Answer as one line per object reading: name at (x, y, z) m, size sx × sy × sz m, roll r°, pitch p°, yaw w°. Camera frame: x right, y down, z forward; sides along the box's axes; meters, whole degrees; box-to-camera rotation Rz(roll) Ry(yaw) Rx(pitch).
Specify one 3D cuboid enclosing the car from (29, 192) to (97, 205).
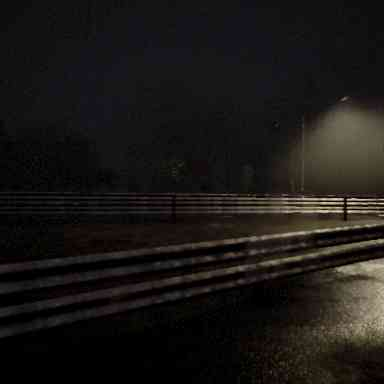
car at (-9.380, 0.730, 24.412) m, size 4.674 × 1.442 × 1.812 m, roll 1°, pitch 0°, yaw -13°

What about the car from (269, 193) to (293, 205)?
car at (9.878, 0.980, 28.876) m, size 5.357 × 1.411 × 2.033 m, roll 1°, pitch 0°, yaw -13°

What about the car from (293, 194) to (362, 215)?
car at (10.664, 0.947, 25.460) m, size 4.892 × 1.490 × 1.837 m, roll 1°, pitch 0°, yaw -13°
